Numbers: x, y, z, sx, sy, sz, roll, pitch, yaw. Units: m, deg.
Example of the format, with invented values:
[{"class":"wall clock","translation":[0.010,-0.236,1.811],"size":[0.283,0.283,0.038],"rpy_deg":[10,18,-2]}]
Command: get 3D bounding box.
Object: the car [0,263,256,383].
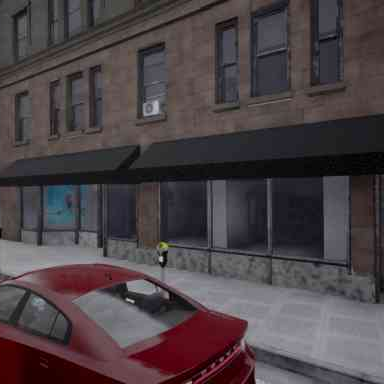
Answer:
[{"class":"car","translation":[-1.501,1.545,3.919],"size":[4.507,1.381,1.887],"rpy_deg":[0,0,35]}]
